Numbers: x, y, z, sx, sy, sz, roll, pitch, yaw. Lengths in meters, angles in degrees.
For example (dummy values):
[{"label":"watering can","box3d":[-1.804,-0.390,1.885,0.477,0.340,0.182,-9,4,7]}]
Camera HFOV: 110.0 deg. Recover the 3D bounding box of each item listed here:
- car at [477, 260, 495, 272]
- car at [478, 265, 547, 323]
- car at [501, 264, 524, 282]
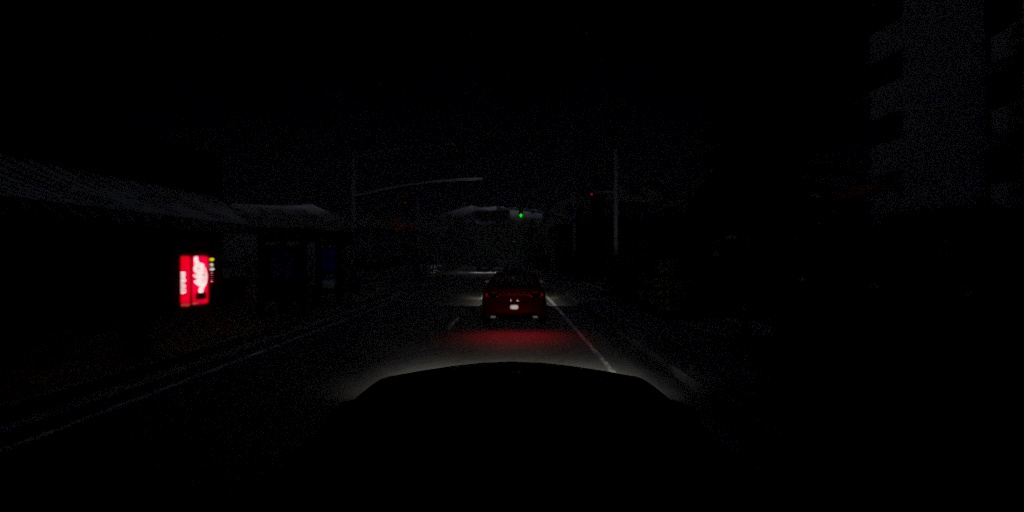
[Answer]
[{"label":"car","box3d":[-3.605,1.329,48.228,1.812,1.442,4.674,0,0,0]},{"label":"car","box3d":[0.074,1.240,12.210,1.882,1.535,5.008,0,0,0]},{"label":"car","box3d":[0.081,1.413,31.886,1.895,1.301,4.718,0,1,0]}]
